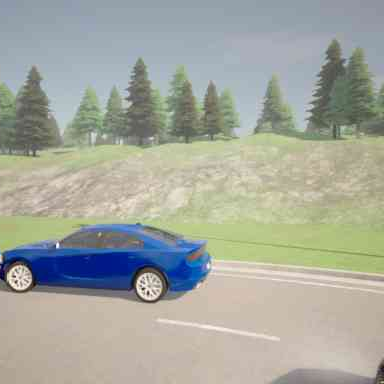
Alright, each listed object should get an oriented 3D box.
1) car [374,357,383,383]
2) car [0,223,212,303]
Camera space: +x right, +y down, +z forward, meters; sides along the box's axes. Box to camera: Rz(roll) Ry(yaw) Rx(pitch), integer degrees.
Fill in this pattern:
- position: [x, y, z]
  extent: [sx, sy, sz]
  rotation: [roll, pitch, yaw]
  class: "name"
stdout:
- position: [3.595, 1.503, 1.543]
  extent: [4.892, 1.490, 1.837]
  rotation: [-1, -2, 44]
  class: "car"
- position: [-2.052, 1.478, 7.907]
  extent: [5.008, 1.535, 1.882]
  rotation: [0, 0, 13]
  class: "car"
